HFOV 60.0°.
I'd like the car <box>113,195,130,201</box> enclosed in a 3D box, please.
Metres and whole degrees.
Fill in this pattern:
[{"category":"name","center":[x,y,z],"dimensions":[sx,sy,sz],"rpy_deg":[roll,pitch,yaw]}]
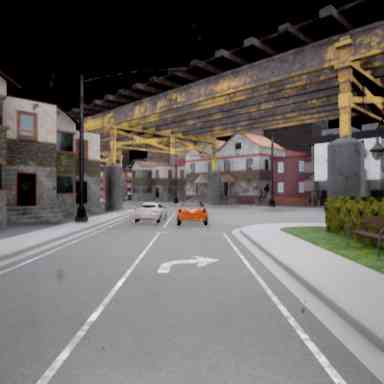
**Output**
[{"category":"car","center":[-17.680,1.488,83.848],"dimensions":[2.038,1.542,4.974],"rpy_deg":[0,0,15]}]

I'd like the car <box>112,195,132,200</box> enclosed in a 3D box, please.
[{"category":"car","center":[-16.945,1.329,80.194],"dimensions":[4.536,1.218,1.853],"rpy_deg":[0,0,-15]}]

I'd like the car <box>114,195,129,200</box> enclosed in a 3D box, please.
[{"category":"car","center":[-17.667,1.331,83.898],"dimensions":[1.853,1.218,4.536],"rpy_deg":[0,0,15]}]

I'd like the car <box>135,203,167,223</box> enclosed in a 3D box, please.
[{"category":"car","center":[-3.087,1.537,25.490],"dimensions":[1.812,1.442,4.674],"rpy_deg":[0,0,4]}]

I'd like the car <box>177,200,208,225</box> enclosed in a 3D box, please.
[{"category":"car","center":[0.111,1.363,24.642],"dimensions":[2.097,1.767,4.553],"rpy_deg":[0,0,2]}]

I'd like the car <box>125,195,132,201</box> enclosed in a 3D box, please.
[{"category":"car","center":[-16.996,1.487,80.180],"dimensions":[4.974,1.542,2.038],"rpy_deg":[0,0,-15]}]
